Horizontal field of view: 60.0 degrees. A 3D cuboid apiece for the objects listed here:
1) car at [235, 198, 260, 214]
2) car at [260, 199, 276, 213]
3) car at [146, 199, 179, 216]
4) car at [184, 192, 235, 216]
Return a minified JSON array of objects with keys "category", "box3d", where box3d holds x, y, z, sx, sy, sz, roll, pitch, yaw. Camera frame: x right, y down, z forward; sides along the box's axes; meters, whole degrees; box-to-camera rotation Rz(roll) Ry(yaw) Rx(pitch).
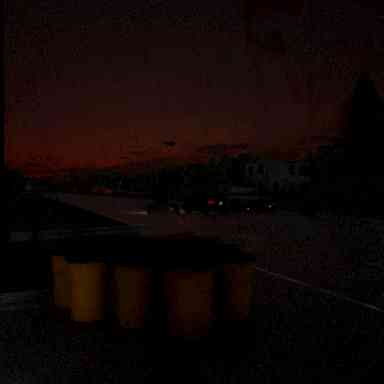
[{"category":"car","box3d":[4.073,1.310,32.632,2.128,1.511,4.902,0,0,-27]},{"category":"car","box3d":[6.867,1.371,34.865,1.994,1.385,4.181,0,0,-27]},{"category":"car","box3d":[-2.716,1.355,30.547,1.812,1.442,4.674,0,0,-27]},{"category":"car","box3d":[1.223,1.052,30.506,2.150,2.045,5.566,0,0,-27]}]
